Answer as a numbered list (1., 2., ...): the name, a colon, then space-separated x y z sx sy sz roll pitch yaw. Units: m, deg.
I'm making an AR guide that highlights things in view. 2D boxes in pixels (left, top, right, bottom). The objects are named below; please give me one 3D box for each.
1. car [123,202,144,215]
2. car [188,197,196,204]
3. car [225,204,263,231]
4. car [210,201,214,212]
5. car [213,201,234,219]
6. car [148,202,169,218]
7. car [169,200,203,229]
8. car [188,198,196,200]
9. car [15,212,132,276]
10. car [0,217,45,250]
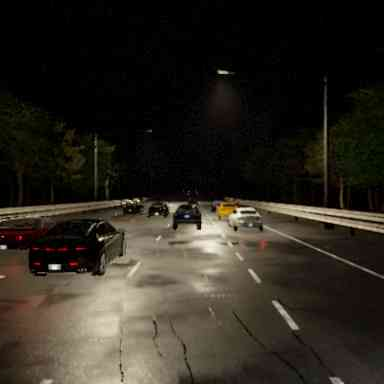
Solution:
1. car: -6.893 1.877 39.392 2.128 1.511 4.902 0 0 0
2. car: 0.014 2.089 81.854 2.033 1.411 5.357 0 0 0
3. car: 3.503 1.753 22.140 1.812 1.442 4.674 0 -1 0
4. car: 3.507 1.915 44.165 2.163 1.488 4.792 0 0 0
5. car: 3.505 1.812 33.139 1.882 1.535 5.008 0 0 0
6. car: -3.394 1.853 34.535 1.837 1.490 4.892 0 0 0
7. car: -0.248 1.676 23.914 2.033 1.649 4.856 0 0 2
8. car: 0.103 2.026 67.726 1.812 1.442 4.674 0 -1 0
9. car: -3.398 1.617 10.663 1.837 1.490 4.892 0 0 0
10. car: -6.899 1.750 14.442 1.895 1.301 4.718 0 -1 0
